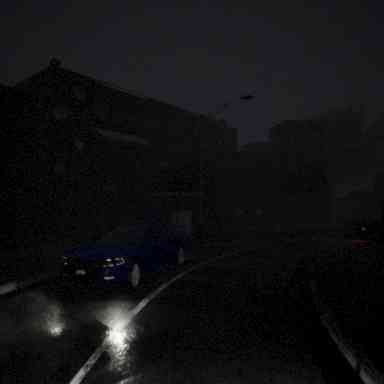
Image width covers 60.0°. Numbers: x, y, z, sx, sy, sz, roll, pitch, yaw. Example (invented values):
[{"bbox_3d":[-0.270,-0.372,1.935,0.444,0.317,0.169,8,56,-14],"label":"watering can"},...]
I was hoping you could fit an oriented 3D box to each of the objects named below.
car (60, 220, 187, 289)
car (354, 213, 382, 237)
[{"bbox_3d":[-1.720,1.638,9.941,1.882,1.535,5.008,-1,-2,19],"label":"car"},{"bbox_3d":[12.513,2.036,20.937,5.008,1.535,1.882,0,-3,-24],"label":"car"}]
